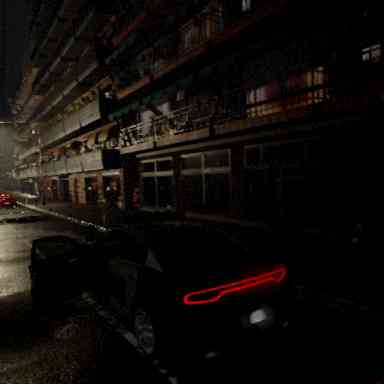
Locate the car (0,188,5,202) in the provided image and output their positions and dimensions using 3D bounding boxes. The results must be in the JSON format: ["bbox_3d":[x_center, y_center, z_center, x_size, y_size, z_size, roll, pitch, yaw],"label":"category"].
[{"bbox_3d":[-27.462,0.386,45.964,2.192,1.841,5.009,-4,3,-34],"label":"car"}]

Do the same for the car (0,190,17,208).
[{"bbox_3d":[-17.981,0.837,31.992,1.887,1.381,4.507,-4,3,-34],"label":"car"}]

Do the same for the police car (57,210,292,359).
[{"bbox_3d":[-0.712,1.166,5.909,1.930,1.638,5.238,-4,3,-34],"label":"police car"}]
